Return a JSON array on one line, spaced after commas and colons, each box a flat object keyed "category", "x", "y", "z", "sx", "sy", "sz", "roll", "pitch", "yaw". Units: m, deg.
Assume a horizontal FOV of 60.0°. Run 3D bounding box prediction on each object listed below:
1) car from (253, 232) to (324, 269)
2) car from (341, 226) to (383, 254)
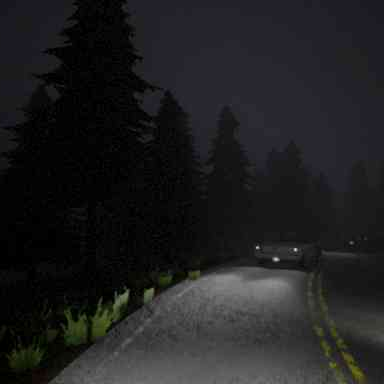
[{"category": "car", "x": 4.257, "y": 2.371, "z": 14.223, "sx": 1.895, "sy": 1.301, "sz": 4.718, "roll": -3, "pitch": -6, "yaw": 32}, {"category": "car", "x": 13.565, "y": 3.590, "z": 24.965, "sx": 5.566, "sy": 2.045, "sz": 2.150, "roll": 9, "pitch": -9, "yaw": -32}]
